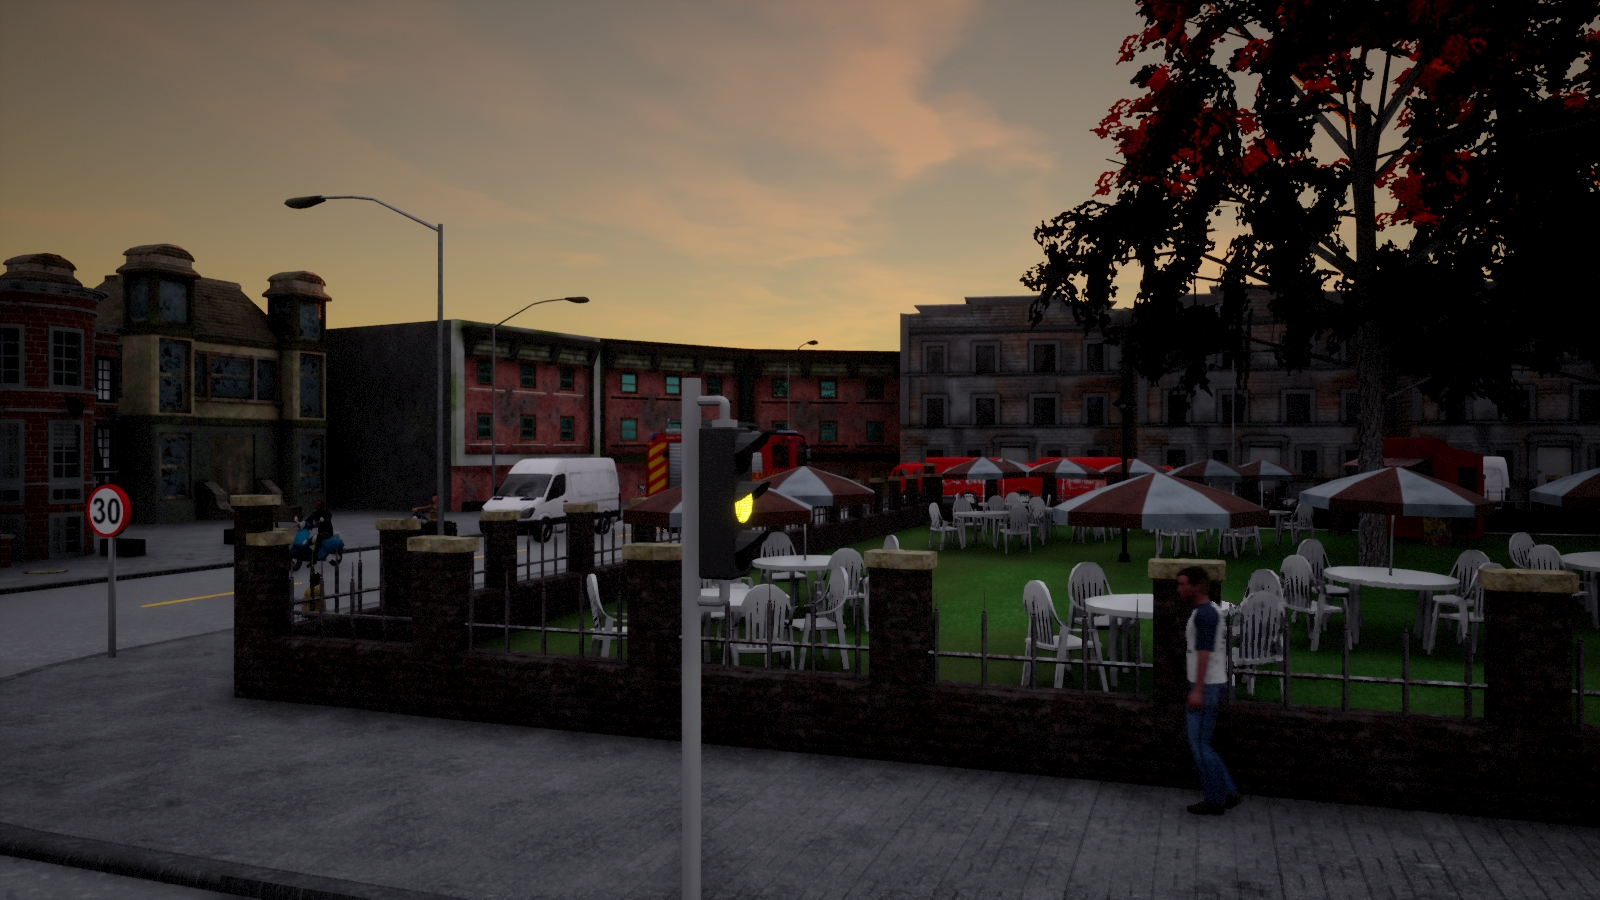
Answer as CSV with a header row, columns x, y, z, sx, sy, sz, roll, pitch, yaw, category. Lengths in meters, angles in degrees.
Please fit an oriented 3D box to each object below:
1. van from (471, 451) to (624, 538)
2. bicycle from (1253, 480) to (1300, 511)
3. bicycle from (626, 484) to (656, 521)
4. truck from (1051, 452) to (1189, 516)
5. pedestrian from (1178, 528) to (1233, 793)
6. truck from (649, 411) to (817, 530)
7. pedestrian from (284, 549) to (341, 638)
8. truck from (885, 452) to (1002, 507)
x,y,z,sx,sy,sz,roll,pitch,yaw,category
-7.990,1.314,36.858,1.988,2.561,5.915,0,0,19,van
20.335,1.940,48.821,1.835,1.271,0.329,0,0,19,bicycle
-5.909,1.936,42.450,0.373,1.296,1.643,0,0,20,bicycle
13.254,1.339,47.246,5.204,2.467,2.627,1,0,21,truck
2.981,1.518,8.402,0.375,1.860,0.375,0,0,19,pedestrian
-2.157,0.670,41.247,2.891,3.827,8.468,0,0,20,truck
-6.477,1.896,15.186,0.500,1.100,0.500,0,0,14,pedestrian
6.742,1.349,53.338,5.204,2.467,2.627,0,0,12,truck
